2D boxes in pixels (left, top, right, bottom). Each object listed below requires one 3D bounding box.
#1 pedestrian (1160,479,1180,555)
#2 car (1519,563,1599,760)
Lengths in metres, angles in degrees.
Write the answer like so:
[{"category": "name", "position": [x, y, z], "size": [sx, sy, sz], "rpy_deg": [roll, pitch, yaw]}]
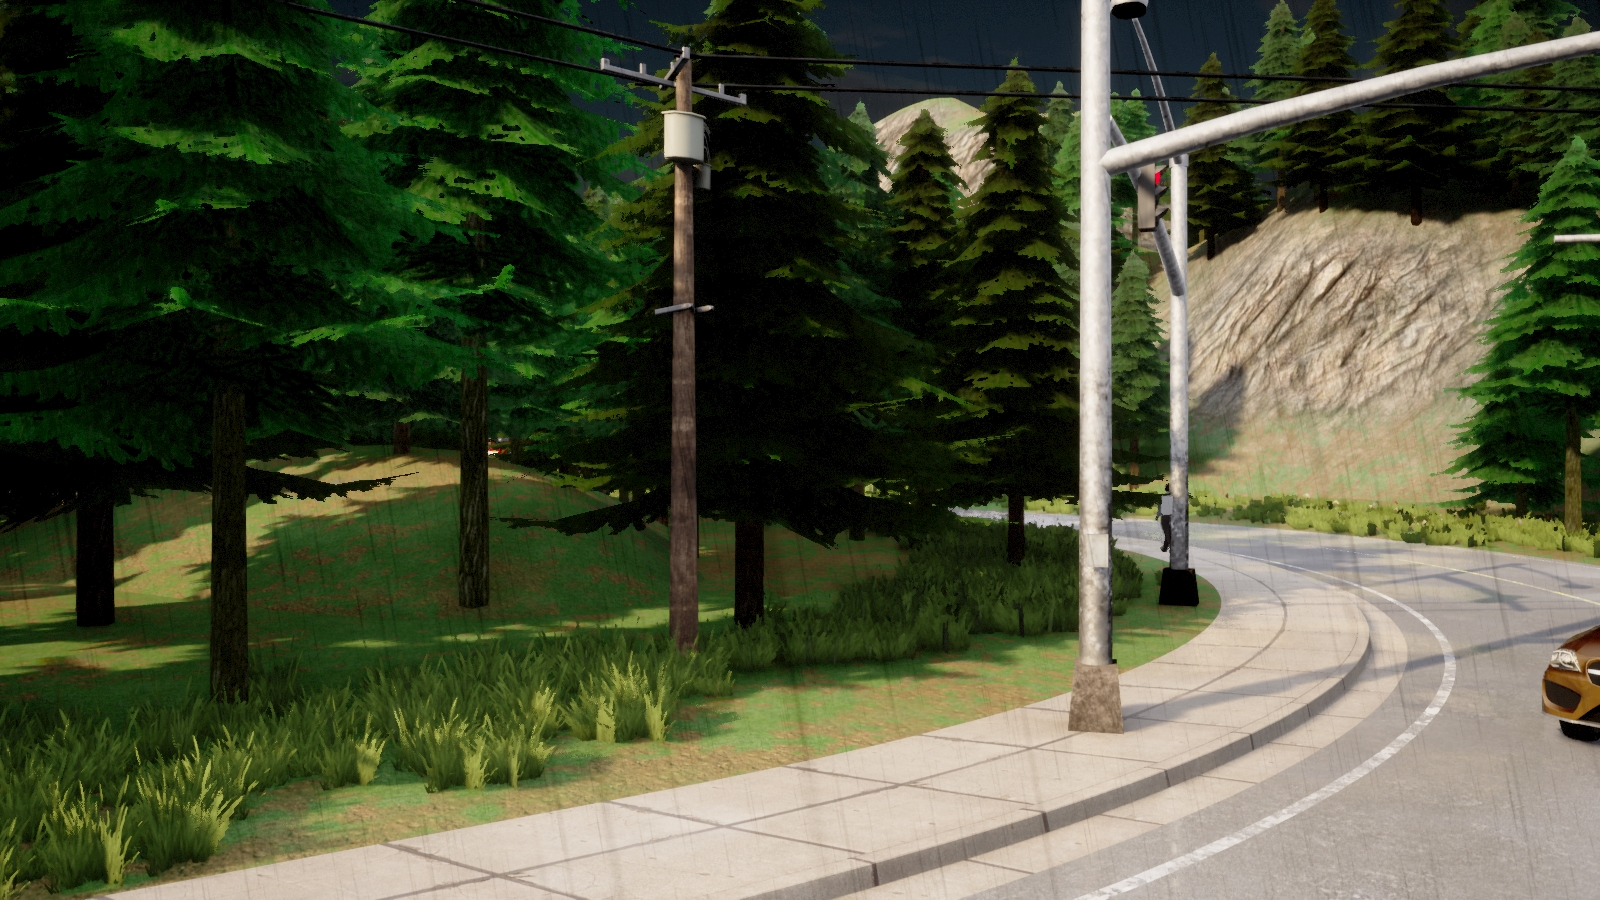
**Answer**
[{"category": "pedestrian", "position": [9.251, 1.669, 28.589], "size": [0.375, 1.860, 0.375], "rpy_deg": [0, 0, 0]}, {"category": "car", "position": [9.577, 1.970, 11.147], "size": [5.027, 1.651, 2.152], "rpy_deg": [0, 0, -29]}]
